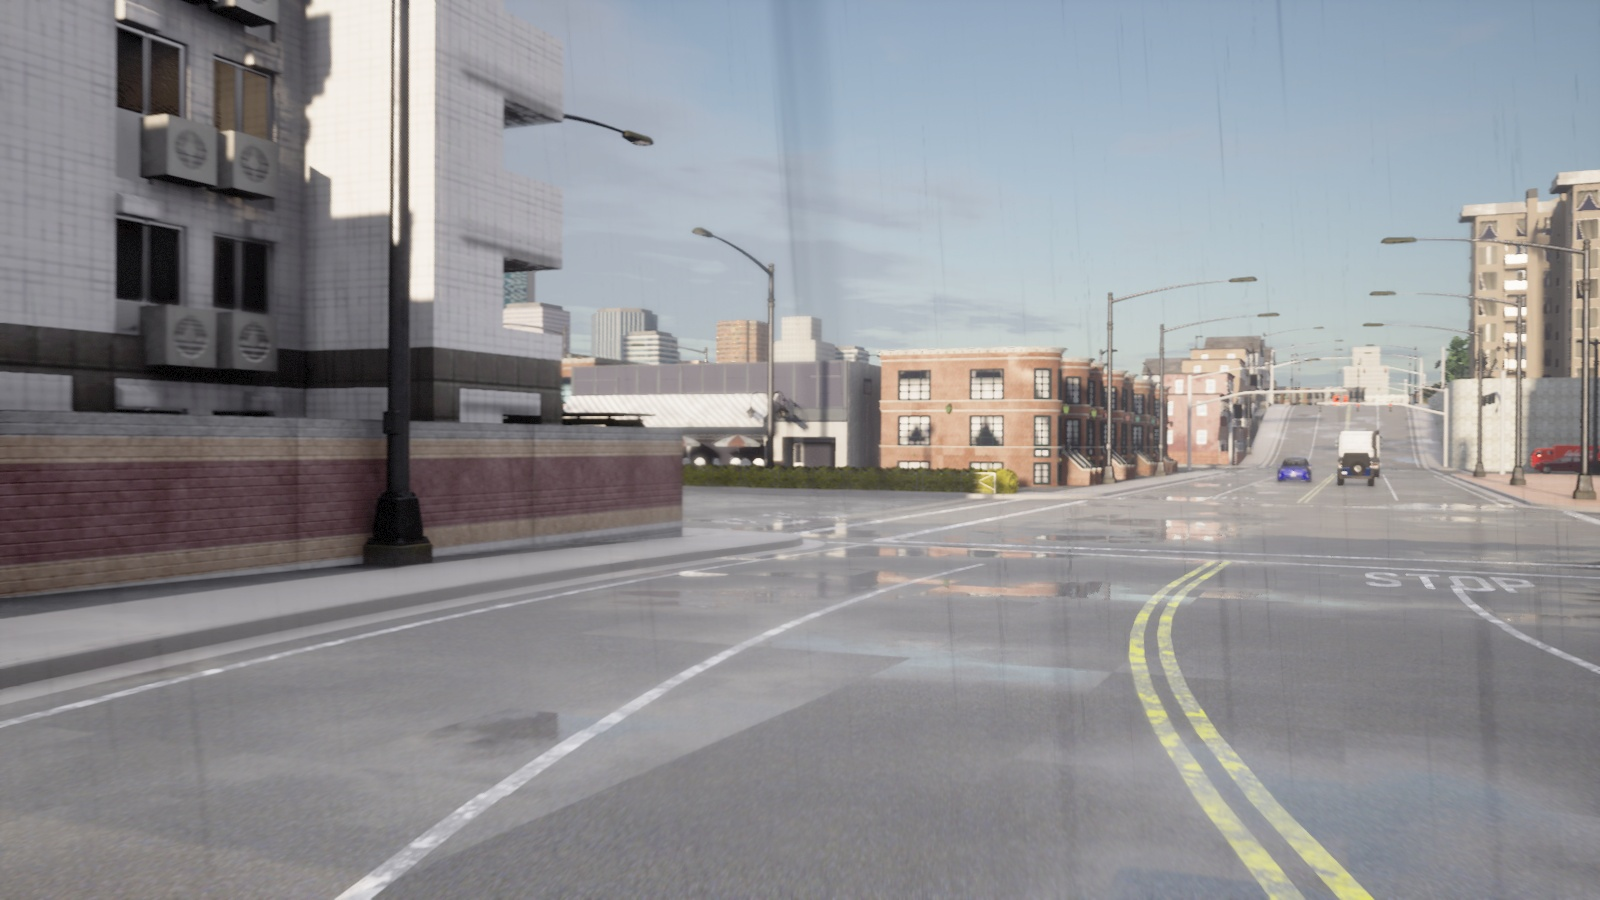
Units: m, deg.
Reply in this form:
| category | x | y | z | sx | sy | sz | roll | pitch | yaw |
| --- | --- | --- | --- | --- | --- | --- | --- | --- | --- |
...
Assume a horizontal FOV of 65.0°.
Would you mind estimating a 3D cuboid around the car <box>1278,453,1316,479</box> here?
| category | x | y | z | sx | sy | sz | roll | pitch | yaw |
| --- | --- | --- | --- | --- | --- | --- | --- | --- | --- |
| car | 30.889 | 0.956 | 77.982 | 2.007 | 1.525 | 4.514 | 0 | 0 | 24 |

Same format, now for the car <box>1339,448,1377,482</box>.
| category | x | y | z | sx | sy | sz | roll | pitch | yaw |
| --- | --- | --- | --- | --- | --- | --- | --- | --- | --- |
| car | 31.817 | 0.834 | 71.567 | 1.905 | 1.878 | 3.866 | 0 | 0 | 24 |
